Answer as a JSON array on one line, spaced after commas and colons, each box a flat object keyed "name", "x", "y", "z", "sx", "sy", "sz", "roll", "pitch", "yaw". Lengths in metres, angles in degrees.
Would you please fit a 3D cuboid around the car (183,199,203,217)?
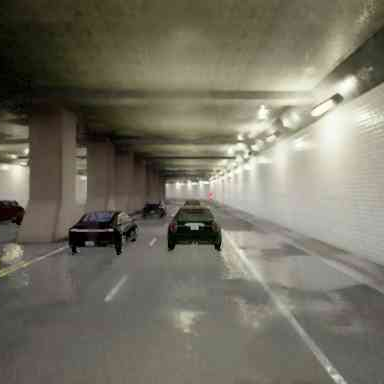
[{"name": "car", "x": 0.092, "y": 1.488, "z": 32.497, "sx": 1.882, "sy": 1.535, "sz": 5.008, "roll": 0, "pitch": 0, "yaw": 0}]

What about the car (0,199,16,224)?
[{"name": "car", "x": -14.104, "y": 1.359, "z": 23.943, "sx": 2.097, "sy": 1.767, "sz": 4.553, "roll": 0, "pitch": 0, "yaw": 0}]

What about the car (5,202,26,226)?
[{"name": "car", "x": -10.606, "y": 1.554, "z": 23.624, "sx": 2.033, "sy": 1.411, "sz": 5.357, "roll": 0, "pitch": 0, "yaw": 0}]

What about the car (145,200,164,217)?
[{"name": "car", "x": -3.407, "y": 1.501, "z": 30.896, "sx": 2.128, "sy": 1.511, "sz": 4.902, "roll": 0, "pitch": 0, "yaw": 0}]

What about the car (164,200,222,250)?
[{"name": "car", "x": 0.098, "y": 1.357, "z": 14.581, "sx": 2.097, "sy": 1.767, "sz": 4.553, "roll": 0, "pitch": 0, "yaw": 0}]

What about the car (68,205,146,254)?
[{"name": "car", "x": -3.403, "y": 1.496, "z": 13.492, "sx": 2.128, "sy": 1.511, "sz": 4.902, "roll": 0, "pitch": 0, "yaw": 0}]
